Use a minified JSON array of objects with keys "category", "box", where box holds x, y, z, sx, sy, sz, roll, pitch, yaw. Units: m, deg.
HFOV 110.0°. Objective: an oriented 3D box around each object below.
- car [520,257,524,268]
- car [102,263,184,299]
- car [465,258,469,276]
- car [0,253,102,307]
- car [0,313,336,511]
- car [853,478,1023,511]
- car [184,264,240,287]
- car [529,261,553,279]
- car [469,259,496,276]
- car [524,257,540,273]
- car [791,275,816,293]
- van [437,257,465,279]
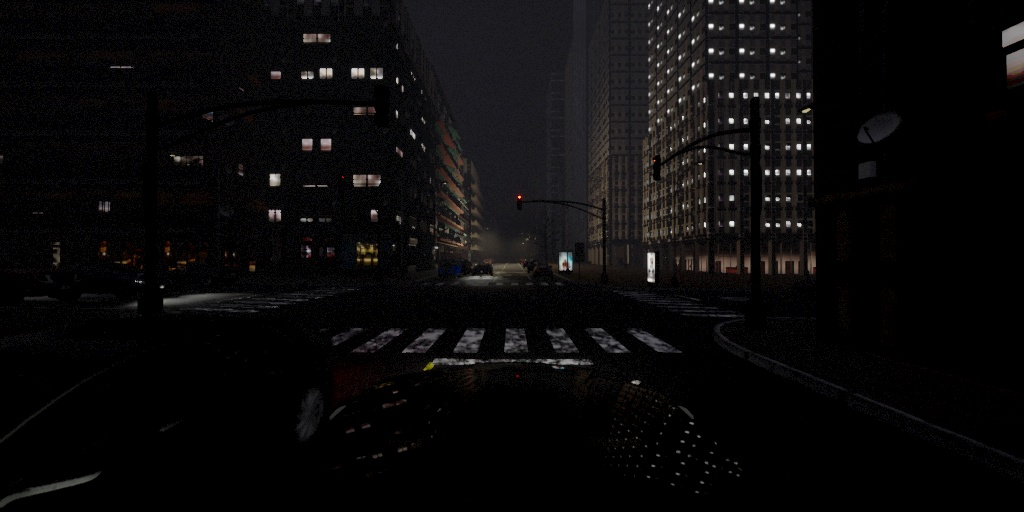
[{"category":"car","box":[2.831,1.222,60.145,1.967,1.591,4.097,0,0,0]},{"category":"car","box":[-17.583,1.033,15.626,4.674,1.442,1.812,1,0,0]},{"category":"car","box":[-5.602,1.080,38.056,2.192,1.841,5.009,0,0,0]},{"category":"car","box":[-18.745,0.784,13.005,5.009,1.841,2.192,0,0,0]},{"category":"car","box":[-2.998,1.264,2.337,1.837,1.490,4.892,0,0,0]},{"category":"car","box":[2.688,1.315,0.102,1.948,1.339,4.313,0,0,0]},{"category":"car","box":[-18.747,1.104,21.386,4.313,1.339,1.948,0,0,0]},{"category":"car","box":[2.766,1.344,32.507,1.802,1.307,4.207,0,0,0]},{"category":"car","box":[-2.917,1.331,36.447,1.994,1.385,4.181,0,0,0]},{"category":"car","box":[2.792,1.208,43.563,1.967,1.591,4.097,0,0,0]},{"category":"car","box":[19.441,1.644,21.698,4.403,1.370,2.007,0,0,0]},{"category":"van","box":[-5.616,1.103,32.528,1.690,1.789,3.998,0,0,0]}]
